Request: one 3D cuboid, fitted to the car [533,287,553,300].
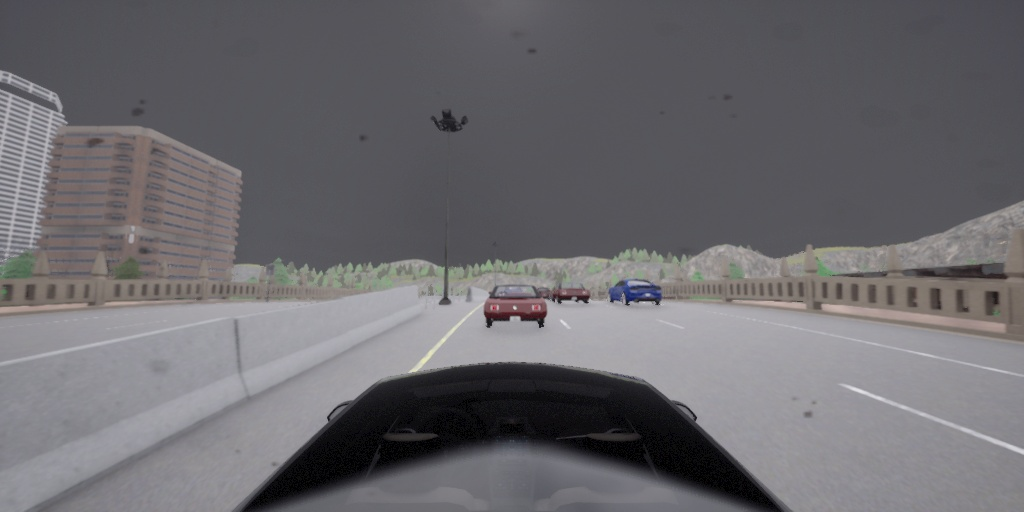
[{"bbox_3d":[3.604,4.427,42.033,1.882,1.535,5.008,0,-7,0],"label":"car"}]

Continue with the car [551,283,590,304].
[{"bbox_3d":[3.603,2.377,22.931,1.895,1.301,4.718,0,-5,0],"label":"car"}]

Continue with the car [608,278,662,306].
[{"bbox_3d":[7.102,2.102,21.230,1.882,1.535,5.008,0,-5,0],"label":"car"}]

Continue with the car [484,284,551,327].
[{"bbox_3d":[0.101,1.643,12.626,1.895,1.301,4.718,0,-3,0],"label":"car"}]
